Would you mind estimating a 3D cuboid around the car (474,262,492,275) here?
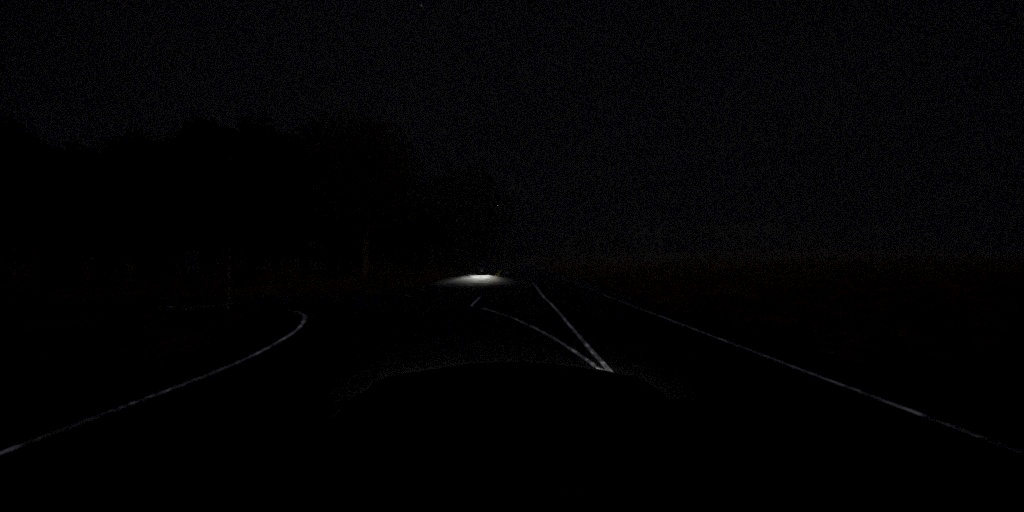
[{"bbox_3d":[-3.525,1.495,44.115,2.128,1.511,4.902,0,0,0],"label":"car"}]
